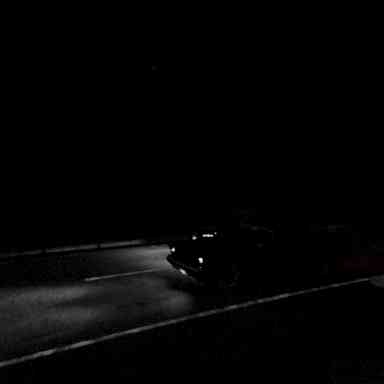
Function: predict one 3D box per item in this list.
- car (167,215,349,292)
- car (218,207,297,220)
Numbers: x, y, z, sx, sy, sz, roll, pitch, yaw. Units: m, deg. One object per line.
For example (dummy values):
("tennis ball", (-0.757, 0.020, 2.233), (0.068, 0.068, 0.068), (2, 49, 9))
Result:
("car", (1.776, 1.510, 8.717), (4.718, 1.301, 1.895), (-1, 1, -27))
("car", (2.275, 1.365, 12.789), (4.892, 1.490, 1.837), (-1, 0, -25))
